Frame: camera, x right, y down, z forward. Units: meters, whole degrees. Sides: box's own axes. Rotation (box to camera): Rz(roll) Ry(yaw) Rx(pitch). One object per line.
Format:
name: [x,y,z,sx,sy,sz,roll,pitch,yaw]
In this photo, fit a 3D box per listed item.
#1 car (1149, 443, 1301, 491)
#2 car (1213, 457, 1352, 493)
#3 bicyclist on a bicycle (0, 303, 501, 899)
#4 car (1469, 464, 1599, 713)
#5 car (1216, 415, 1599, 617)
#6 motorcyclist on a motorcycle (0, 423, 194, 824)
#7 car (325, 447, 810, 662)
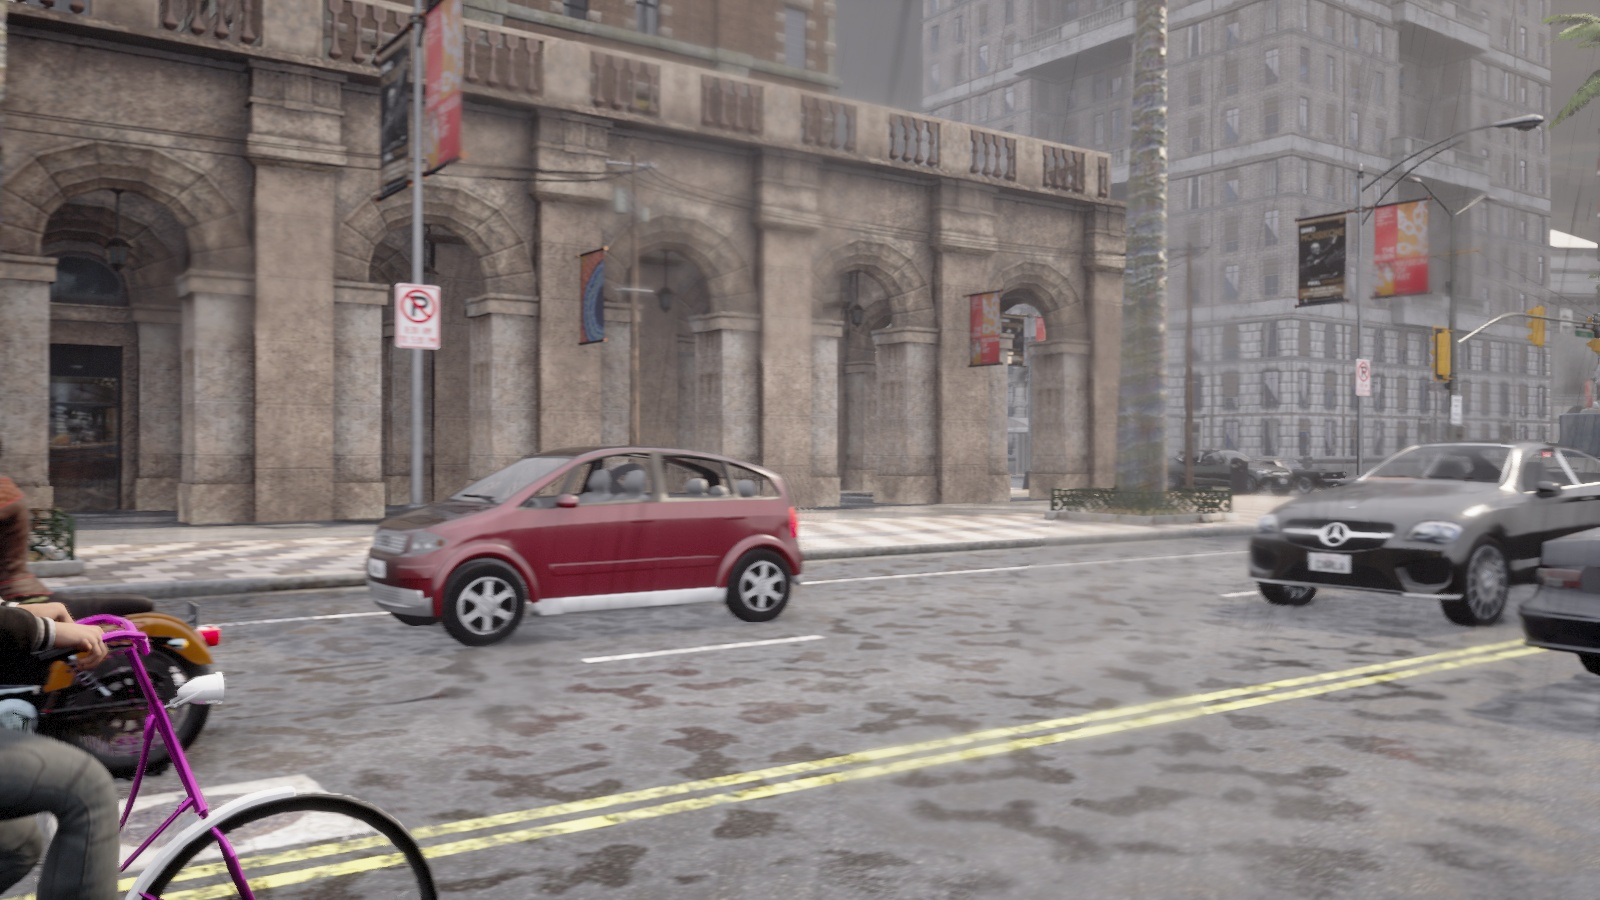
car: [15.593,0.605,46.341,2.152,1.651,5.027,0,0,-35]
car: [18.497,0.925,48.326,1.895,1.301,4.718,0,0,-35]
bicyclist on a bicycle: [-1.611,0.625,2.538,1.843,1.776,0.659,0,0,-35]
car: [6.935,0.799,8.512,5.357,1.411,2.033,0,0,-35]
car: [6.672,0.540,12.604,5.027,1.651,2.152,0,0,-35]
motorcyclist on a motorcycle: [-3.881,0.716,5.224,2.350,1.649,0.766,0,0,-35]
car: [-1.946,0.754,10.842,3.705,1.549,1.789,0,0,-35]
